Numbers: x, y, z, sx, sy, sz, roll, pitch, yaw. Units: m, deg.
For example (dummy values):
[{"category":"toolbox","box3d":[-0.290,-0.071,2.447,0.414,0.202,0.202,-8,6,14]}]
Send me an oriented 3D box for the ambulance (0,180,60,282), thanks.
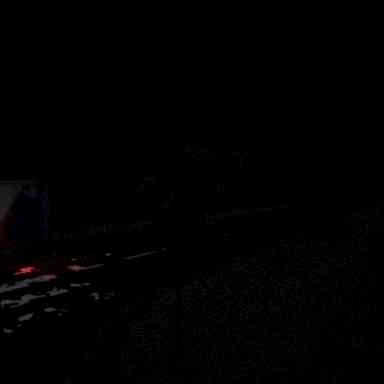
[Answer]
[{"category":"ambulance","box3d":[-6.184,0.923,6.930,2.351,2.431,6.366,2,2,33]}]
